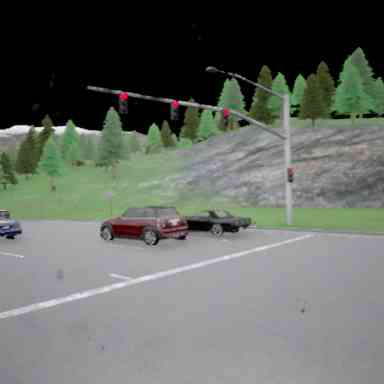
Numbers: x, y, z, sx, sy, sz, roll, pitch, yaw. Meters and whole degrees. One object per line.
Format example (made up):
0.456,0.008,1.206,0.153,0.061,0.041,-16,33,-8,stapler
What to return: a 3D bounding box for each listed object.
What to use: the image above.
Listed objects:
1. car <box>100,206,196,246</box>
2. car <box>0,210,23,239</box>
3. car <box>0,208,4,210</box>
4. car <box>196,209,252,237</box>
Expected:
-2.394,1.445,15.938,4.553,1.767,2.097,-2,0,40,car
-11.493,1.916,18.390,5.357,1.411,2.033,-2,0,35,car
-18.978,2.101,30.539,4.902,1.511,2.128,-2,0,23,car
0.728,1.605,18.056,4.718,1.301,1.895,-2,0,38,car
